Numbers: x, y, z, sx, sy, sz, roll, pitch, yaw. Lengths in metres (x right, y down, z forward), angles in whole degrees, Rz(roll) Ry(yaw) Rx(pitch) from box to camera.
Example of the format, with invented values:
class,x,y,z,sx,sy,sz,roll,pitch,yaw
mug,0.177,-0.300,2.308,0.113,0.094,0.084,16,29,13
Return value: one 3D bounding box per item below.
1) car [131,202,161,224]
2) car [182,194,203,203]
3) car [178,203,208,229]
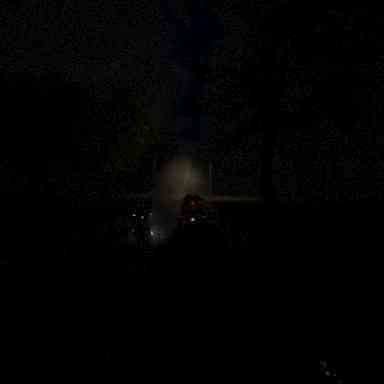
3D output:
class,x,y,z,sx,sy,sz,roll,pitch,yaw
car,-3.572,1.622,26.485,1.837,1.490,4.892,0,0,0
car,0.070,1.260,39.069,2.150,2.045,5.566,0,1,0
car,0.063,1.686,22.675,1.994,1.385,4.181,0,0,0
